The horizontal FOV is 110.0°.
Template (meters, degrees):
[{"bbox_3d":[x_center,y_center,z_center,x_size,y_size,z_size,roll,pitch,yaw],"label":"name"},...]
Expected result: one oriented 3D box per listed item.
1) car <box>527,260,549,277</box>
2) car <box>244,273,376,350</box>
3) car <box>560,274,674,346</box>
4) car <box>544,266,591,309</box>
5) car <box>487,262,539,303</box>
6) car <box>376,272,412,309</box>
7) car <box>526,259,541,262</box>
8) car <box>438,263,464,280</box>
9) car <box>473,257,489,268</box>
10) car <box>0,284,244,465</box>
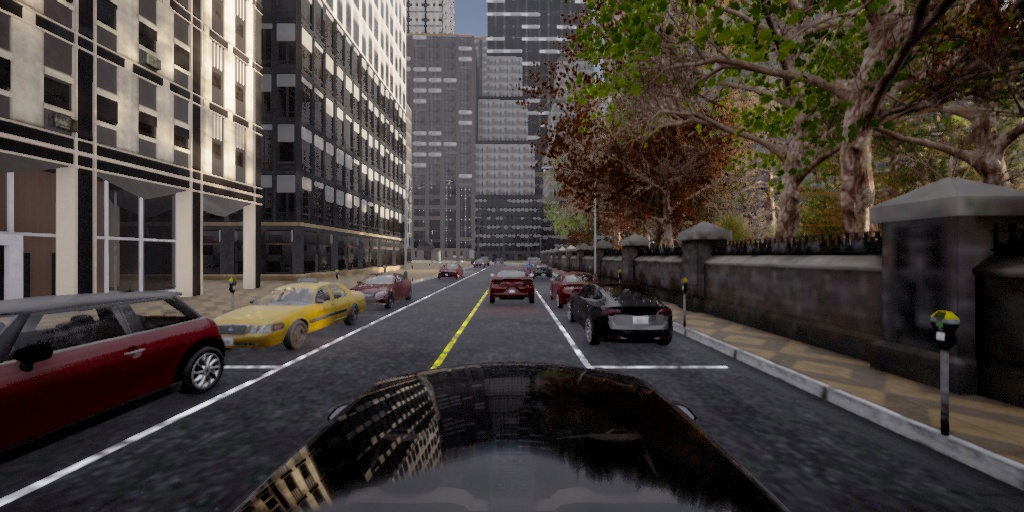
[{"bbox_3d":[2.565,1.293,31.407,2.007,1.370,4.403,0,0,0],"label":"car"},{"bbox_3d":[-5.316,1.272,9.060,1.751,1.417,4.829,0,0,0],"label":"car"},{"bbox_3d":[2.565,1.312,9.226,1.948,1.339,4.313,0,0,0],"label":"car"},{"bbox_3d":[2.565,1.291,14.771,1.888,1.381,4.507,0,0,0],"label":"car"},{"bbox_3d":[0.000,1.231,16.500,1.882,1.535,5.008,0,0,0],"label":"car"},{"bbox_3d":[-5.315,1.328,14.775,1.802,1.307,4.207,0,0,0],"label":"car"},{"bbox_3d":[2.565,1.286,36.953,1.888,1.381,4.507,0,0,0],"label":"car"},{"bbox_3d":[-5.315,1.287,31.410,1.888,1.381,4.507,0,0,0],"label":"car"},{"bbox_3d":[-5.315,1.169,59.135,1.967,1.591,4.097,0,0,0],"label":"car"},{"bbox_3d":[-5.315,1.186,3.685,1.967,1.591,4.097,0,0,0],"label":"car"}]
